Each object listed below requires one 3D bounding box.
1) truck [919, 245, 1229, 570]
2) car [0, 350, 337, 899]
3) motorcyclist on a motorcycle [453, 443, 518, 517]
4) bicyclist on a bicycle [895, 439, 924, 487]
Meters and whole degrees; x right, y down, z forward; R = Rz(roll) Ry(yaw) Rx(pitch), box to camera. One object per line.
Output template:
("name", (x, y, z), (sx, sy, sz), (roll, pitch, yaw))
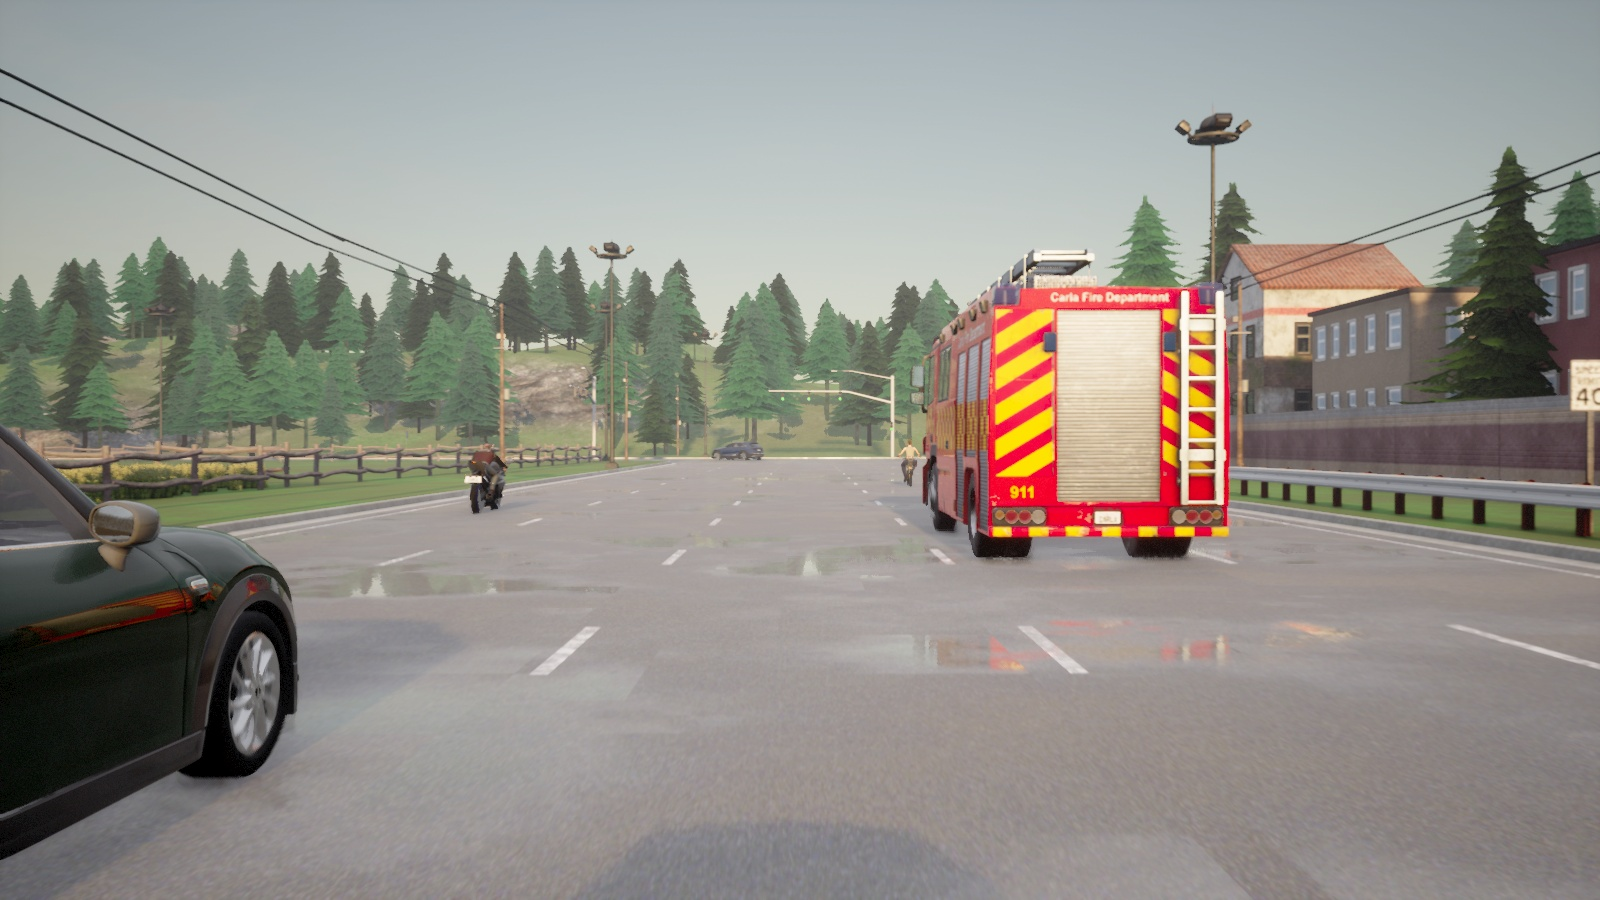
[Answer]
("truck", (3.625, -0.523, 19.046), (2.891, 3.827, 8.468), (0, 0, 0))
("car", (-3.460, 0.578, 4.230), (2.097, 1.767, 4.553), (0, 0, 0))
("motorcyclist on a motorcycle", (-6.829, 0.621, 27.384), (0.866, 1.530, 2.191), (0, 0, 0))
("bicyclist on a bicycle", (3.757, 0.443, 43.162), (0.866, 1.612, 1.509), (0, 0, 1))
